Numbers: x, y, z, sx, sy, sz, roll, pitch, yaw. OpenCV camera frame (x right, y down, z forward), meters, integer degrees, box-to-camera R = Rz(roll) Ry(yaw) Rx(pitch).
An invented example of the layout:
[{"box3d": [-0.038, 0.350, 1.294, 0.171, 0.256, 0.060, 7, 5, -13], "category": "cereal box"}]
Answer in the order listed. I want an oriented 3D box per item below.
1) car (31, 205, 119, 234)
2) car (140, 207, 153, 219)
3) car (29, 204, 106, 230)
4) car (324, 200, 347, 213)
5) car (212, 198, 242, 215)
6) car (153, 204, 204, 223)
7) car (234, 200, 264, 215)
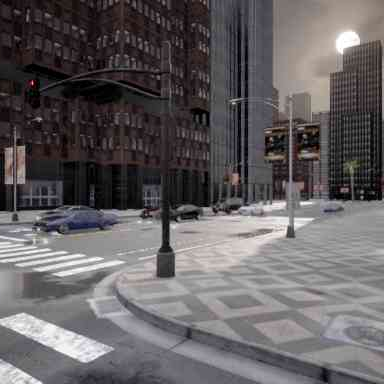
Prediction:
[{"box3d": [-7.124, 1.760, 20.958, 2.033, 1.411, 5.357, 0, -1, 35], "category": "car"}, {"box3d": [-3.102, 1.940, 32.270, 1.994, 1.385, 4.181, 0, -1, 35], "category": "car"}, {"box3d": [-8.862, 1.723, 24.125, 2.128, 1.511, 4.902, 0, -1, 35], "category": "car"}, {"box3d": [20.993, 2.344, 49.083, 2.033, 1.411, 5.357, 0, -1, 35], "category": "car"}, {"box3d": [4.764, 1.796, 43.343, 2.150, 2.045, 5.566, 0, -1, 36], "category": "car"}, {"box3d": [-0.878, 1.847, 29.773, 1.882, 1.535, 5.008, 0, 0, 35], "category": "car"}, {"box3d": [7.440, 2.105, 41.495, 1.812, 1.442, 4.674, 0, -1, 35], "category": "car"}]
